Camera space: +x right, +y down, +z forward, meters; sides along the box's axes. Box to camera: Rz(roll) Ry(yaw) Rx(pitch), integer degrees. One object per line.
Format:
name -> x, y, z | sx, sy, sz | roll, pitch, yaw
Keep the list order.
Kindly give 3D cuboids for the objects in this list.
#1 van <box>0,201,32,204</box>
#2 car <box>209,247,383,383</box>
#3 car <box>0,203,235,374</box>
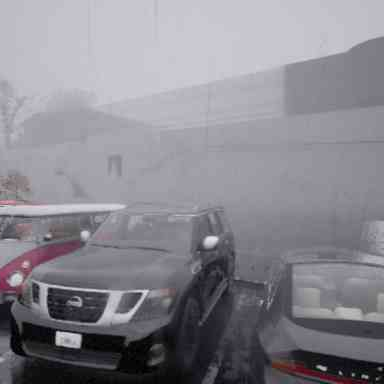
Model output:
van -> -3.011, 1.278, 7.820 | 1.878, 1.987, 4.442 | 0, -1, 16
car -> 1.867, 1.493, 4.460 | 2.231, 1.521, 4.892 | 0, -1, 15
car -> -0.559, 1.247, 6.172 | 2.435, 2.045, 5.566 | 0, -1, 16
